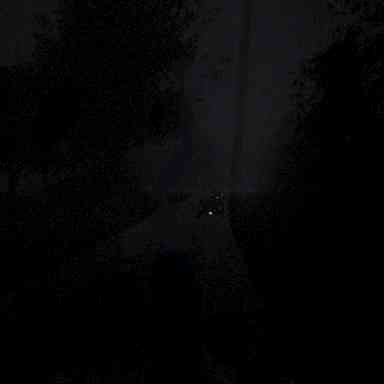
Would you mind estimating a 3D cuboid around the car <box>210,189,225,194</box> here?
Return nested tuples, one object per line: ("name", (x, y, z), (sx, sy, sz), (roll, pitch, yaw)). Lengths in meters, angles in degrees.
("car", (3.260, 0.307, 42.624), (1.895, 1.301, 4.718), (0, 3, 6))

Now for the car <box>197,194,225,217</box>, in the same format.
("car", (1.472, 1.084, 25.205), (1.895, 1.301, 4.718), (0, 2, 5))
